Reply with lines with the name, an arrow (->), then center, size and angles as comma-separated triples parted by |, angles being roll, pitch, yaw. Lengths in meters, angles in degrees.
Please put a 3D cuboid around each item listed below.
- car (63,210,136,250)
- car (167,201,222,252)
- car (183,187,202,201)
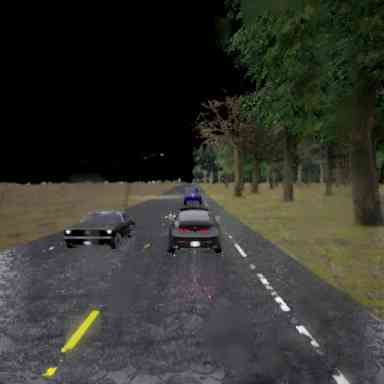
car -> -3.597, 1.433, 13.721 | 1.895, 1.301, 4.718 | 0, 1, 0
car -> 0.102, 1.350, 13.033 | 1.837, 1.490, 4.892 | 0, 1, 0
car -> 0.109, 0.409, 42.177 | 2.150, 2.045, 5.566 | 0, 2, 0
